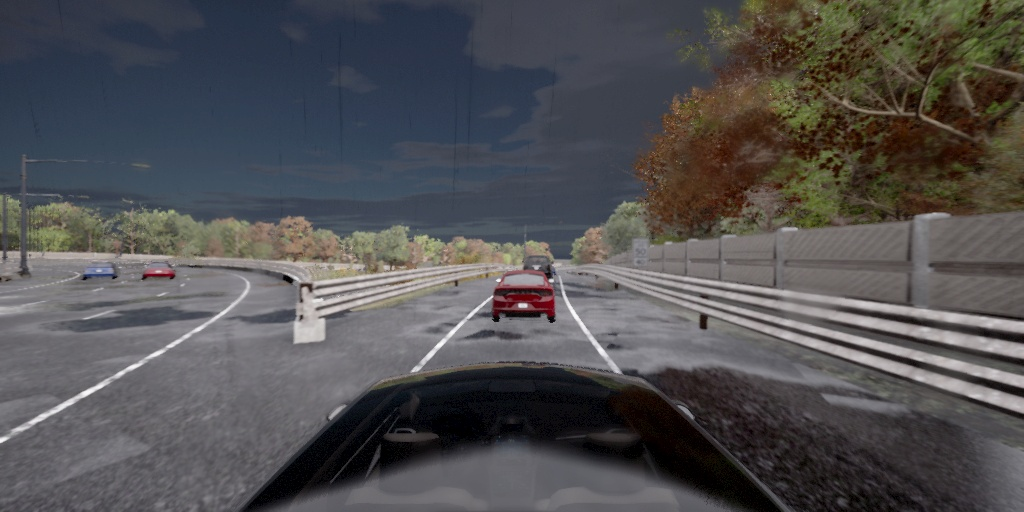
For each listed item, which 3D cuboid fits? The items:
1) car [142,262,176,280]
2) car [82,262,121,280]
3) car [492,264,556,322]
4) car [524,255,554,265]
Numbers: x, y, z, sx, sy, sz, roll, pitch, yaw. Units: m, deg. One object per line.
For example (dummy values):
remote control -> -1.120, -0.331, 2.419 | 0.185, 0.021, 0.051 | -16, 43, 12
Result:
car -> -30.230, 1.228, 30.783 | 1.994, 1.385, 4.181 | 0, 0, -43
car -> -34.018, 1.205, 29.775 | 2.033, 1.411, 5.357 | 0, 0, -45
car -> 0.455, 1.219, 12.408 | 1.882, 1.535, 5.008 | 0, 0, 4
car -> 2.074, 0.983, 28.236 | 2.150, 2.045, 5.566 | 0, -1, 7
